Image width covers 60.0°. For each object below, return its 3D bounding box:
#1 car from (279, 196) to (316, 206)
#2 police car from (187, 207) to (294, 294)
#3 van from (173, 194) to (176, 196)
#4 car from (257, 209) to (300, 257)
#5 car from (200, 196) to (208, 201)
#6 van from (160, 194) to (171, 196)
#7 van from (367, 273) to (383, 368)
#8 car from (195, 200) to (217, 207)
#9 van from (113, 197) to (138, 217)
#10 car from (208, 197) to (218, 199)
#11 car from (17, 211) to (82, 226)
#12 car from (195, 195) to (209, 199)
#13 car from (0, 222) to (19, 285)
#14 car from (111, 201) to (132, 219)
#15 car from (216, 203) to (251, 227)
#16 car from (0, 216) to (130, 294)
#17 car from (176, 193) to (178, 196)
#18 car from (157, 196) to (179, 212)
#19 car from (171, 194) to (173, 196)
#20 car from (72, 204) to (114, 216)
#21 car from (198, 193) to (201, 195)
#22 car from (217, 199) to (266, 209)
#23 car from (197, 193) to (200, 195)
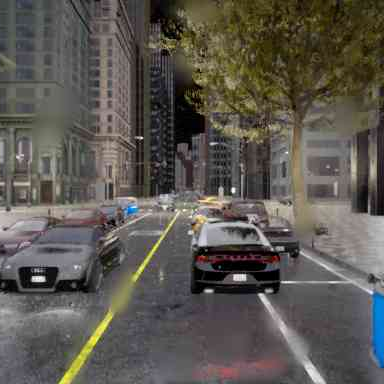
[{"bbox_3d":[14.439,1.242,45.524,4.902,1.511,2.128,-1,0,1],"label":"car"},{"bbox_3d":[0.914,1.425,8.915,1.930,1.638,5.238,0,0,0],"label":"police car"},{"bbox_3d":[-5.648,1.396,82.996,1.690,1.788,3.998,0,0,0],"label":"van"},{"bbox_3d":[2.780,1.551,12.663,2.008,1.369,4.403,0,0,0],"label":"car"},{"bbox_3d":[2.903,1.600,82.965,1.887,1.381,4.507,0,0,0],"label":"car"},{"bbox_3d":[-5.677,1.375,66.421,1.690,1.788,3.998,0,0,0],"label":"van"},{"bbox_3d":[2.763,1.341,2.085,1.690,1.788,3.998,0,0,0],"label":"van"},{"bbox_3d":[0.930,1.457,18.995,1.801,1.575,5.366,0,0,0],"label":"car"},{"bbox_3d":[-5.721,1.346,28.437,1.690,1.788,3.998,0,0,0],"label":"van"},{"bbox_3d":[2.819,1.534,33.992,1.752,1.417,4.829,0,0,0],"label":"car"},{"bbox_3d":[-5.745,1.582,12.197,1.802,1.307,4.206,0,0,0],"label":"car"},{"bbox_3d":[2.772,1.455,43.584,5.008,1.535,1.882,-2,1,-35],"label":"car"},{"bbox_3d":[-5.754,1.550,6.784,2.008,1.369,4.403,0,0,0],"label":"car"},{"bbox_3d":[-5.729,1.569,23.024,1.947,1.339,4.313,0,0,0],"label":"car"},{"bbox_3d":[2.796,1.548,23.241,1.887,1.381,4.507,0,0,0],"label":"car"},{"bbox_3d":[-3.087,1.564,8.676,1.994,1.385,4.181,0,0,0],"label":"car"},{"bbox_3d":[-5.628,1.652,94.046,1.802,1.307,4.206,0,0,0],"label":"car"},{"bbox_3d":[-2.940,1.503,38.444,2.128,1.511,4.902,0,0,0],"label":"car"},{"bbox_3d":[-5.666,1.585,71.946,1.887,1.381,4.507,0,0,0],"label":"car"},{"bbox_3d":[-5.737,1.546,17.611,1.887,1.381,4.507,0,0,0],"label":"car"},{"bbox_3d":[2.896,1.592,77.440,1.887,1.381,4.507,0,0,0],"label":"car"},{"bbox_3d":[2.788,1.316,17.952,2.192,1.841,5.009,0,0,0],"label":"car"},{"bbox_3d":[2.911,1.588,88.661,1.752,1.417,4.829,0,0,0],"label":"car"}]
